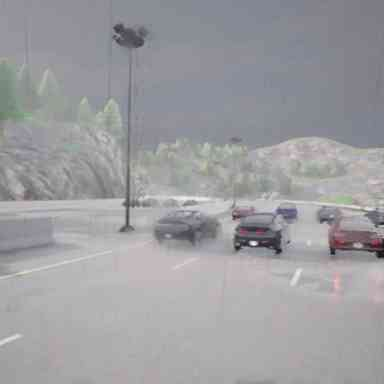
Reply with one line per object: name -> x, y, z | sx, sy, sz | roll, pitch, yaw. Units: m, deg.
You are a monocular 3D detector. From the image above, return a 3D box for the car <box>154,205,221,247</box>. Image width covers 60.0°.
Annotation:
car -> -0.045, 1.602, 15.823 | 2.128, 1.511, 4.902 | 1, 0, 22

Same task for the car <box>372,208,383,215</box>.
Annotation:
car -> 14.376, 1.897, 25.020 | 2.033, 1.411, 5.357 | 1, 0, 18

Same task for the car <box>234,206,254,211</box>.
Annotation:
car -> 4.872, 1.869, 29.807 | 1.895, 1.301, 4.718 | 1, 0, 17

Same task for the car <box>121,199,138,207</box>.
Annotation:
car -> -10.331, 1.827, 57.039 | 2.033, 1.411, 5.357 | 1, 0, 10

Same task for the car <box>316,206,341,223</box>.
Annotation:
car -> 11.746, 1.906, 28.356 | 1.994, 1.385, 4.181 | 1, 0, 17

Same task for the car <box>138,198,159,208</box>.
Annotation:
car -> -6.969, 1.820, 56.072 | 1.837, 1.490, 4.892 | 1, -1, 10

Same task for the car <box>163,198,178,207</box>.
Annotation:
car -> -3.534, 1.856, 55.406 | 1.837, 1.490, 4.892 | 1, -1, 10

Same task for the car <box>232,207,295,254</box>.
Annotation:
car -> 3.183, 1.645, 14.475 | 1.837, 1.490, 4.892 | 1, 0, 22

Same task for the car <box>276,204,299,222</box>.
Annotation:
car -> 8.724, 1.797, 30.424 | 1.882, 1.535, 5.008 | 1, 0, 17

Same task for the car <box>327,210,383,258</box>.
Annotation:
car -> 6.647, 1.701, 13.703 | 1.812, 1.442, 4.674 | 1, 0, 22
